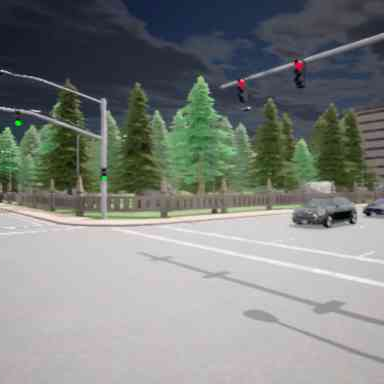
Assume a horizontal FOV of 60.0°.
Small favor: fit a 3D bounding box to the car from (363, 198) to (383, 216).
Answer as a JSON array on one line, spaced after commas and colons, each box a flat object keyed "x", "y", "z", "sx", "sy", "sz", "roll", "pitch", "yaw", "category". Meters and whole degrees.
[{"x": 15.317, "y": 1.170, "z": 26.031, "sx": 5.357, "sy": 1.411, "sz": 2.033, "roll": -1, "pitch": 1, "yaw": -40, "category": "car"}]

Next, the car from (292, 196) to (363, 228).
[{"x": 7.940, "y": 1.061, "z": 19.858, "sx": 4.553, "sy": 1.767, "sz": 2.097, "roll": -1, "pitch": 1, "yaw": -40, "category": "car"}]
